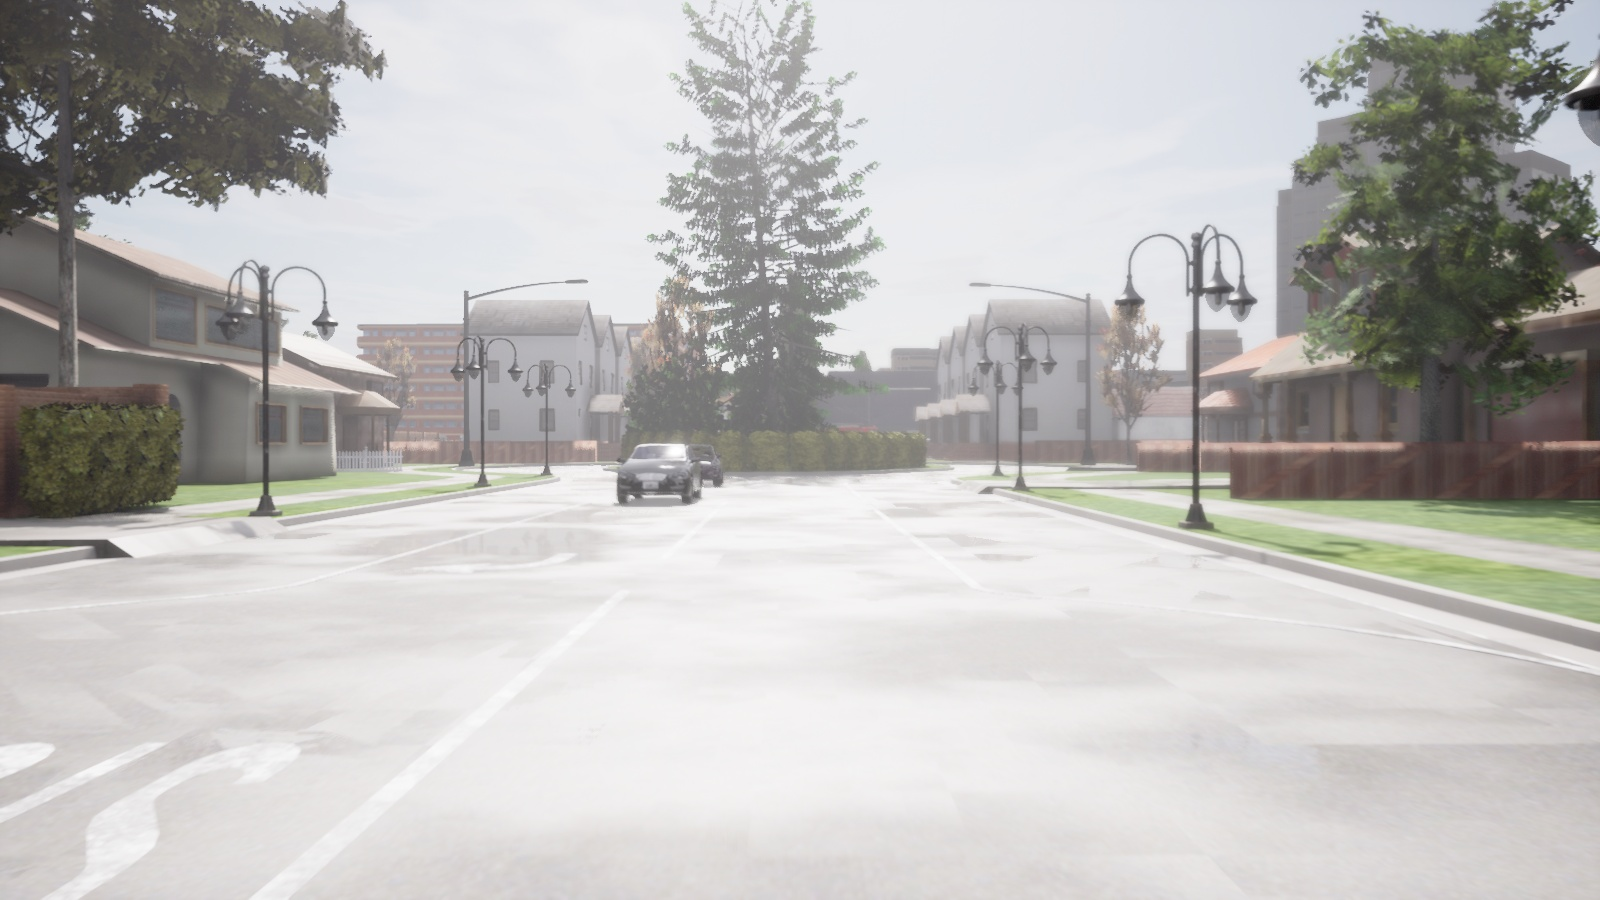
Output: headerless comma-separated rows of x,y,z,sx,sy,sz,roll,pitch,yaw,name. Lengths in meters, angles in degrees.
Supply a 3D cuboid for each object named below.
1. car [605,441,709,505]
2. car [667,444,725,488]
-3.555,0.530,32.190,2.128,1.511,4.902,0,0,0,car
-3.610,0.524,44.195,1.816,1.474,4.193,0,0,-2,car
